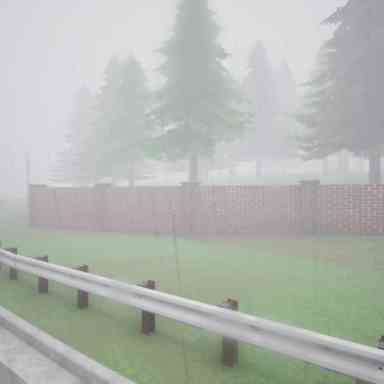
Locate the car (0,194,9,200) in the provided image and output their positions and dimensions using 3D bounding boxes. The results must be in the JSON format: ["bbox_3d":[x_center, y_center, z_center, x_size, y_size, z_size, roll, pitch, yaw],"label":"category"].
[{"bbox_3d":[-44.196,1.547,76.752,1.994,1.385,4.181,0,0,-22],"label":"car"}]
